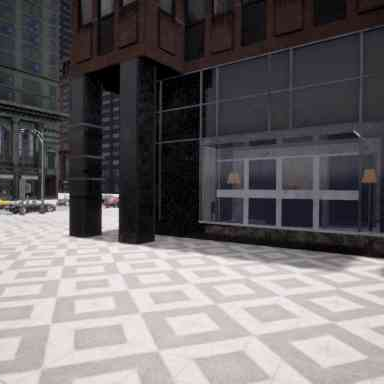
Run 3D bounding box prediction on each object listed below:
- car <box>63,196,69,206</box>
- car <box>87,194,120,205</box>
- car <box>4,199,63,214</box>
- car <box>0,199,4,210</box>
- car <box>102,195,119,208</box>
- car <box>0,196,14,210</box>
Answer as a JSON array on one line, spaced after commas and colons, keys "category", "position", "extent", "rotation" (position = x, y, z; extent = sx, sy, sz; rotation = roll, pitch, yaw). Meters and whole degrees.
[{"category": "car", "position": [-15.935, 1.132, 44.478], "extent": [2.008, 1.369, 4.403], "rotation": [2, 2, 36]}, {"category": "car", "position": [-12.906, 1.082, 48.707], "extent": [1.947, 1.339, 4.313], "rotation": [2, 2, 36]}, {"category": "car", "position": [-14.961, 1.342, 31.198], "extent": [2.008, 1.369, 4.403], "rotation": [2, 2, 36]}, {"category": "car", "position": [-18.093, 1.419, 26.825], "extent": [1.947, 1.339, 4.313], "rotation": [2, 2, 36]}, {"category": "car", "position": [-8.698, 1.244, 39.942], "extent": [1.802, 1.307, 4.206], "rotation": [2, 2, 36]}, {"category": "car", "position": [-22.092, 1.233, 35.880], "extent": [1.752, 1.417, 4.829], "rotation": [2, 2, 36]}]
